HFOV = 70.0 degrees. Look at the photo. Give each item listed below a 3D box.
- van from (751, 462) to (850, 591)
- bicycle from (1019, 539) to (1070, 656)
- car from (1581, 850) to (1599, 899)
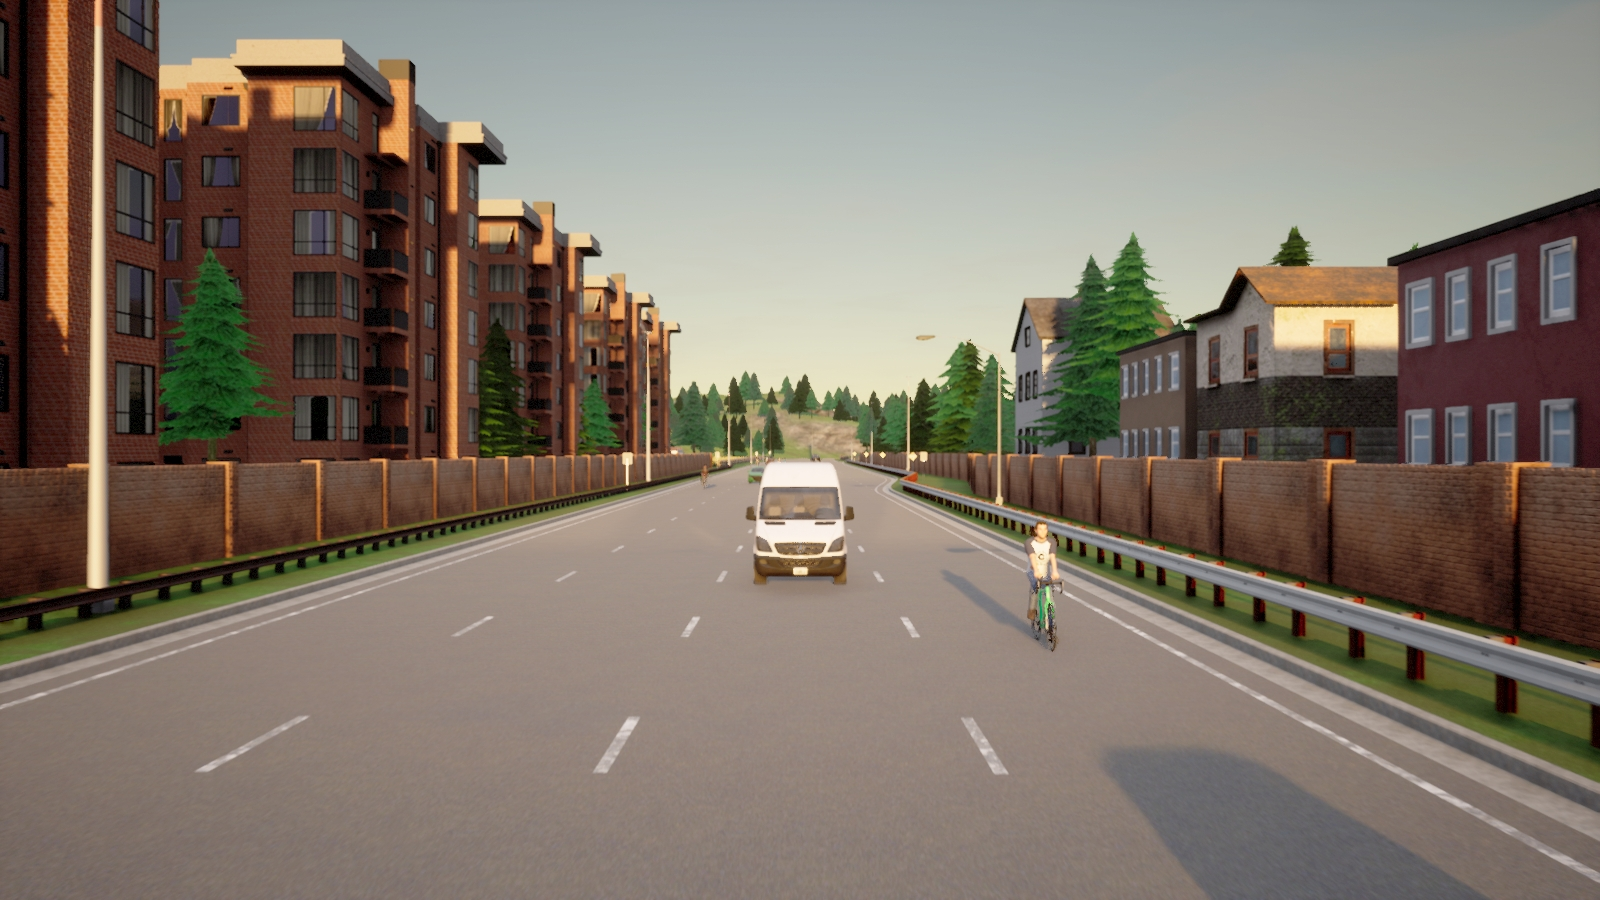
[{"bbox_3d":[0.007,1.569,25.961,1.988,2.561,5.915,0,0,0],"label":"van"},{"bbox_3d":[3.503,2.078,16.441,0.373,1.496,1.643,0,-1,0],"label":"bicycle"},{"bbox_3d":[3.503,2.044,1.407,2.007,1.525,4.514,0,0,0],"label":"car"}]
